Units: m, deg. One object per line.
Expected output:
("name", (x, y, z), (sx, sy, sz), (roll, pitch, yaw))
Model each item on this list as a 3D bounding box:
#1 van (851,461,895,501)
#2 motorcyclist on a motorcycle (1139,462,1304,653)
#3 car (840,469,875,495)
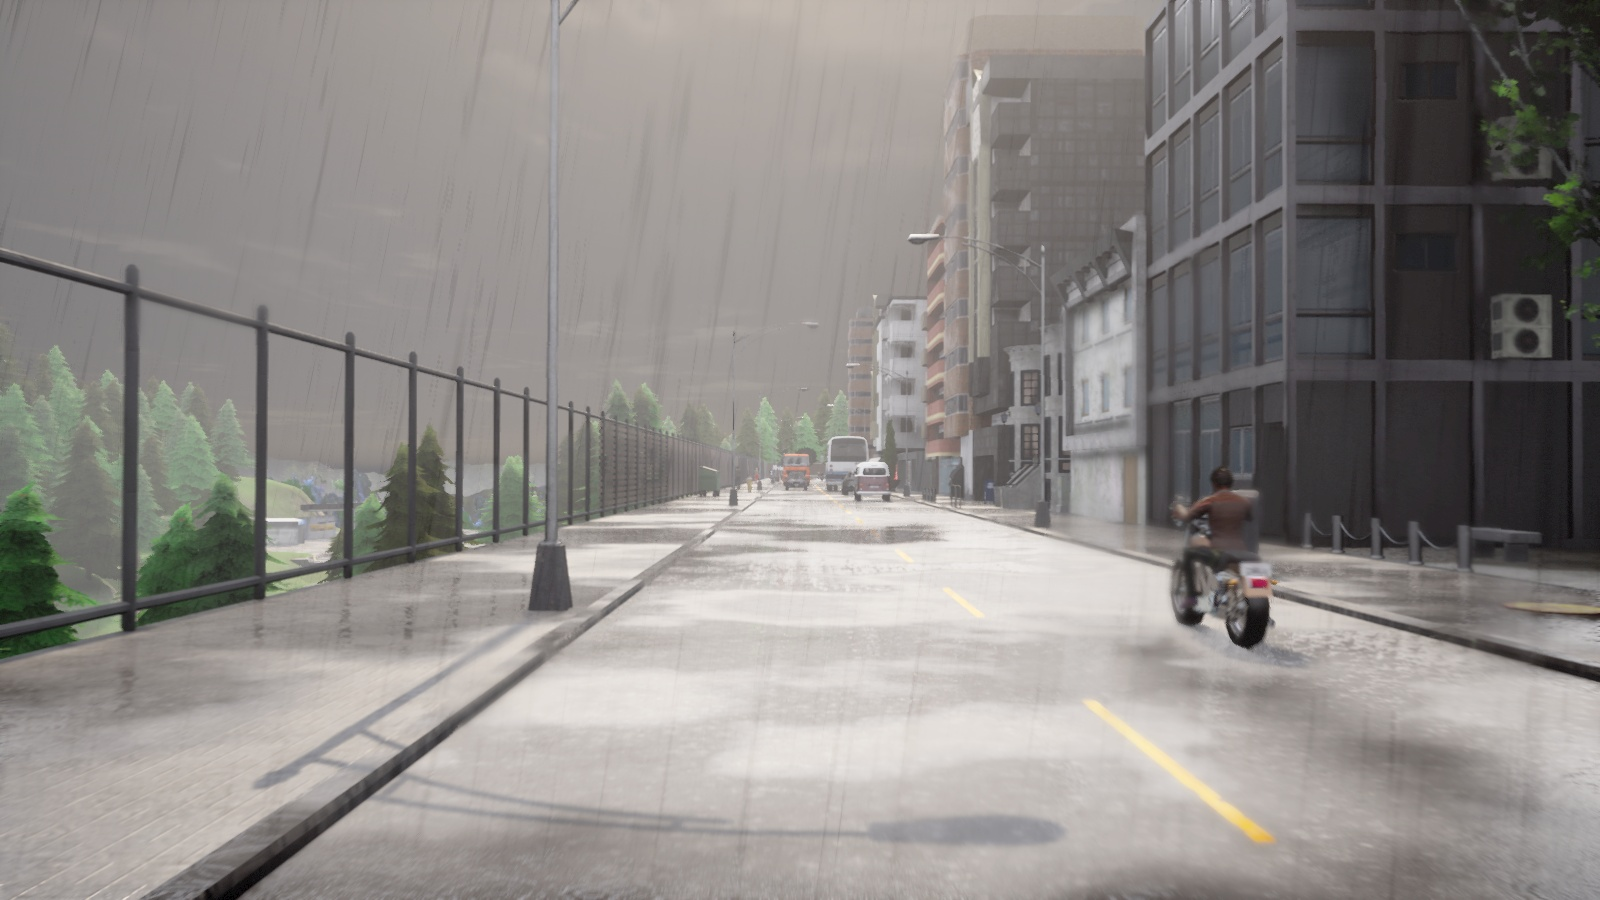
("van", (3.824, 1.640, 66.754), (2.069, 2.038, 4.480), (0, -1, 0))
("motorcyclist on a motorcycle", (3.968, 0.951, 12.054), (0.766, 1.649, 2.350), (0, -1, 0))
("car", (3.782, 2.122, 83.188), (2.033, 1.649, 4.856), (0, -1, 0))
